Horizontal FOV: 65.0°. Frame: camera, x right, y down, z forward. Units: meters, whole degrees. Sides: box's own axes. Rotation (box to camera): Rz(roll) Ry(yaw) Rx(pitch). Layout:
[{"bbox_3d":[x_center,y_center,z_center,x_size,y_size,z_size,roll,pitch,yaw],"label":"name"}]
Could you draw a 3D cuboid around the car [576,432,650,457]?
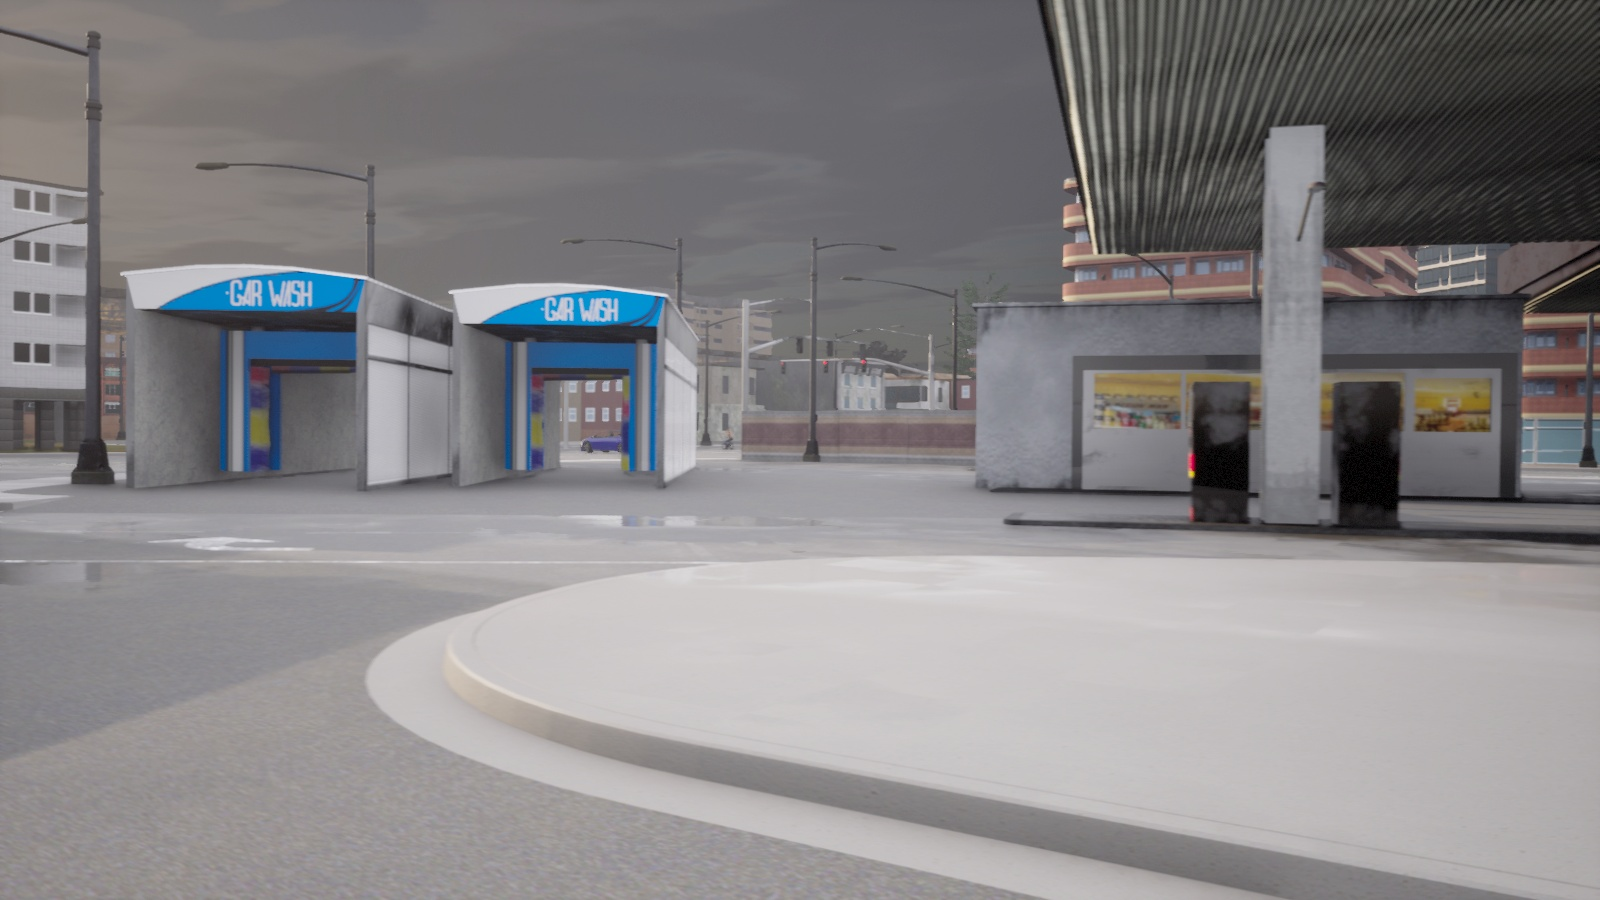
[{"bbox_3d":[-12.067,-0.354,81.058,4.514,1.525,2.007,0,1,32],"label":"car"}]
